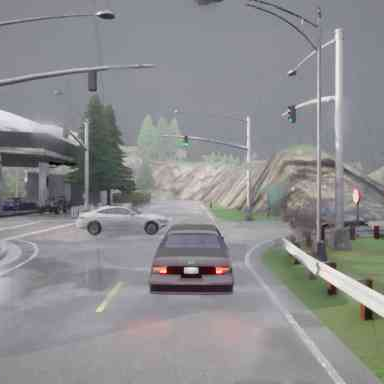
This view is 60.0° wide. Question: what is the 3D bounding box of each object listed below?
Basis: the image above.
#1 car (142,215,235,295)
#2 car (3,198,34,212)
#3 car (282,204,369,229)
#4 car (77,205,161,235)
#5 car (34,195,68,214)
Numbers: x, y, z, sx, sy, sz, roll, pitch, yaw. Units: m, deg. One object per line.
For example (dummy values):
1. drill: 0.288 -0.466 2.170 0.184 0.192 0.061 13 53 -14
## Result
1. car: 0.036 1.547 8.874 2.033 1.411 5.357 0 0 1
2. car: -20.297 1.478 39.464 2.242 1.667 4.611 0 0 -1
3. car: 6.759 1.357 17.605 2.033 1.411 5.357 0 0 -14
4. car: -3.575 1.414 17.360 4.674 1.442 1.812 0 0 -1
5. car: -14.583 1.311 35.195 1.905 1.878 3.866 0 0 -1
